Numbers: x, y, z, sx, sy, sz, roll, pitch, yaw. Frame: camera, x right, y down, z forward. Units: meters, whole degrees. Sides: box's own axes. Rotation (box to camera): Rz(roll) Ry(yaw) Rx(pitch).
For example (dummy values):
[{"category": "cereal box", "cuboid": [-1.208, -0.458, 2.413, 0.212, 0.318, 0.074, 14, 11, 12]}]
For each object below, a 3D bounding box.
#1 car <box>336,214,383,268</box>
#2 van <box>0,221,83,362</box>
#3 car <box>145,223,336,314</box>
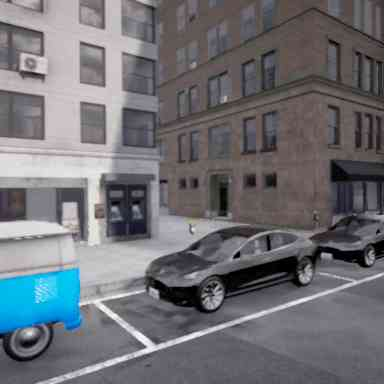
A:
[{"category": "car", "cuboid": [5.616, 1.422, 10.744, 4.313, 1.339, 1.947, -1, 1, -35]}, {"category": "van", "cuboid": [-3.494, 1.348, 4.272, 3.998, 1.788, 1.690, -1, 1, -35]}, {"category": "car", "cuboid": [1.062, 1.497, 7.509, 4.313, 1.339, 1.947, -1, 1, -35]}]
